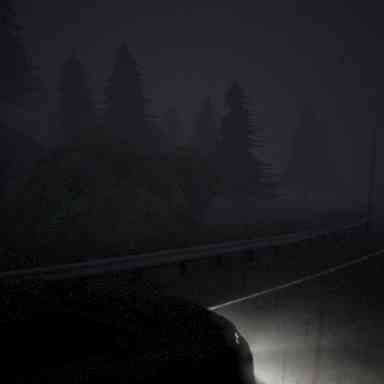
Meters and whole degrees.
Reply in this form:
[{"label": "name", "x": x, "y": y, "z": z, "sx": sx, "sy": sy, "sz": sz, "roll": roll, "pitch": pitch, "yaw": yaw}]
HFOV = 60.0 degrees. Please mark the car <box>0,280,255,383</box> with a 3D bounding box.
[{"label": "car", "x": -1.386, "y": 1.576, "z": 3.053, "sx": 4.181, "sy": 1.385, "sz": 1.994, "roll": 0, "pitch": 0, "yaw": -36}]
